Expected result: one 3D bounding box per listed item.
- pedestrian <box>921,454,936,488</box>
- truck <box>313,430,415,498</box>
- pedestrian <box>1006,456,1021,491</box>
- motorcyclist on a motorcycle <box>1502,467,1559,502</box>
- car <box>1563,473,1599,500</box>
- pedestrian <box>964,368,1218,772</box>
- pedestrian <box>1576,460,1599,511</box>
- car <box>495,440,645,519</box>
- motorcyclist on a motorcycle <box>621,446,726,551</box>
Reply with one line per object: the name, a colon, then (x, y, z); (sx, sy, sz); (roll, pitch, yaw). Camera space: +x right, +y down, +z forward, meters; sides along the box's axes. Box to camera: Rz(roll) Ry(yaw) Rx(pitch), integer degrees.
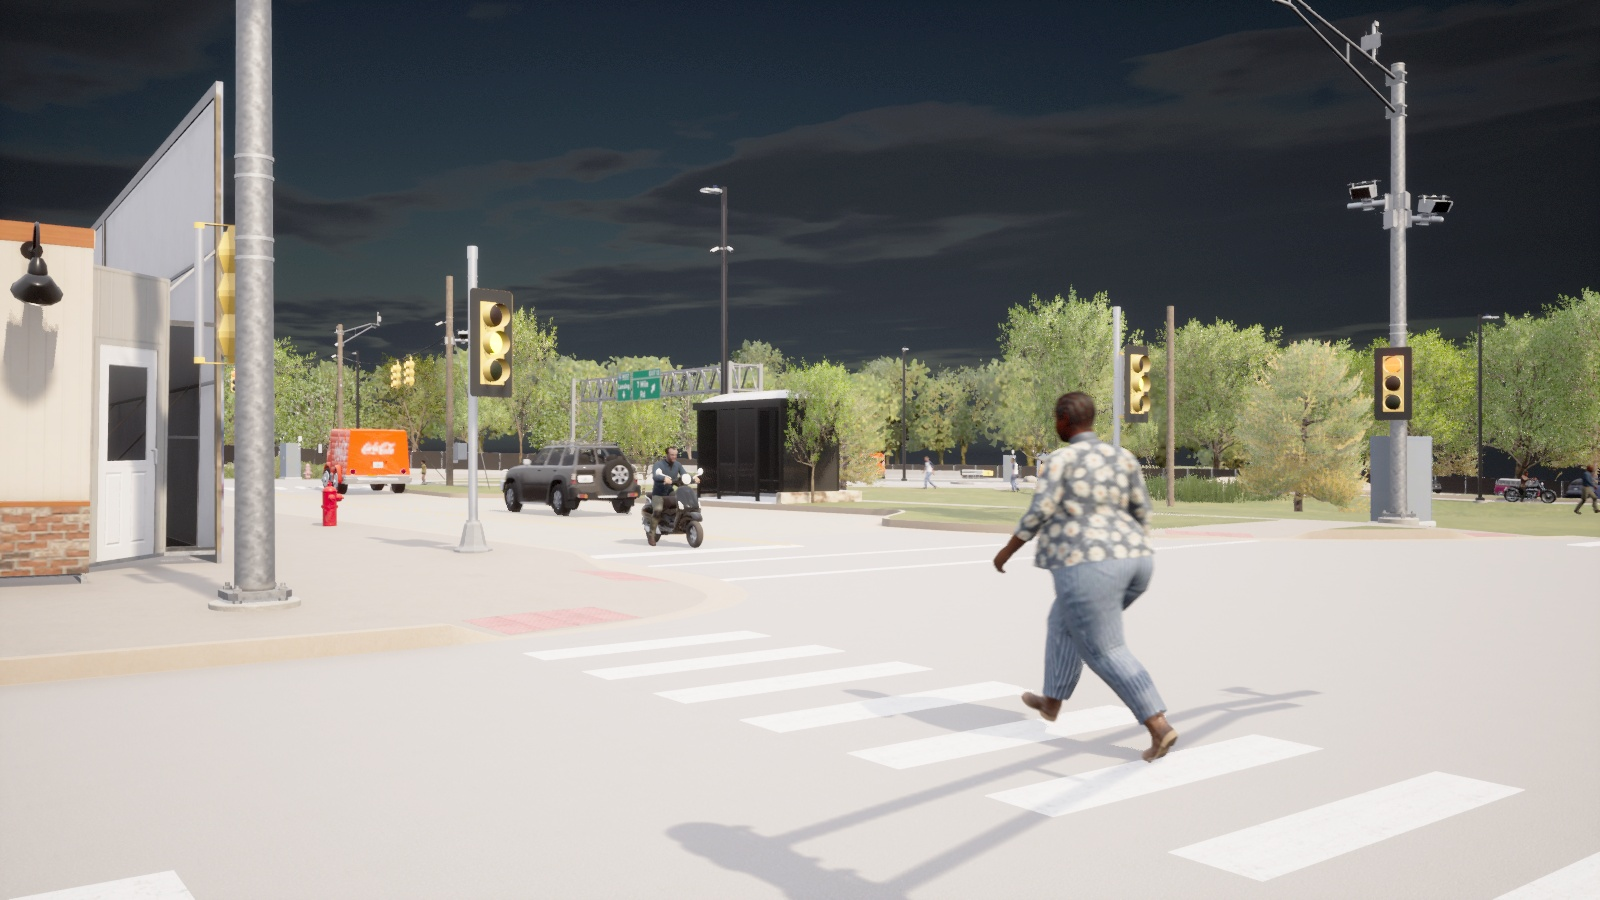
pedestrian: (6.809, 1.114, 66.637); (0.706, 1.836, 0.354); (0, 0, -20)
truck: (-16.951, 0.484, 48.656); (2.627, 2.467, 5.204); (0, 1, -32)
pedestrian: (11.056, 1.207, 65.056); (0.706, 1.836, 0.354); (0, 0, 32)
motorcyclist on a motorcycle: (36.149, 1.687, 62.161); (0.766, 1.649, 2.350); (0, 1, -44)
car: (50.663, 2.317, 79.227); (3.988, 1.617, 1.851); (2, -2, -8)
pedestrian: (1.470, 0.551, 6.397); (0.874, 1.855, 0.900); (0, 0, -35)
pedestrian: (28.305, 1.262, 45.018); (0.726, 1.835, 0.370); (0, 0, 44)
car: (-5.940, 0.716, 32.024); (1.932, 1.855, 4.605); (0, 0, -36)
motorcyclist on a motorcycle: (-2.040, 0.744, 20.081); (0.866, 1.590, 1.817); (0, 0, -36)
